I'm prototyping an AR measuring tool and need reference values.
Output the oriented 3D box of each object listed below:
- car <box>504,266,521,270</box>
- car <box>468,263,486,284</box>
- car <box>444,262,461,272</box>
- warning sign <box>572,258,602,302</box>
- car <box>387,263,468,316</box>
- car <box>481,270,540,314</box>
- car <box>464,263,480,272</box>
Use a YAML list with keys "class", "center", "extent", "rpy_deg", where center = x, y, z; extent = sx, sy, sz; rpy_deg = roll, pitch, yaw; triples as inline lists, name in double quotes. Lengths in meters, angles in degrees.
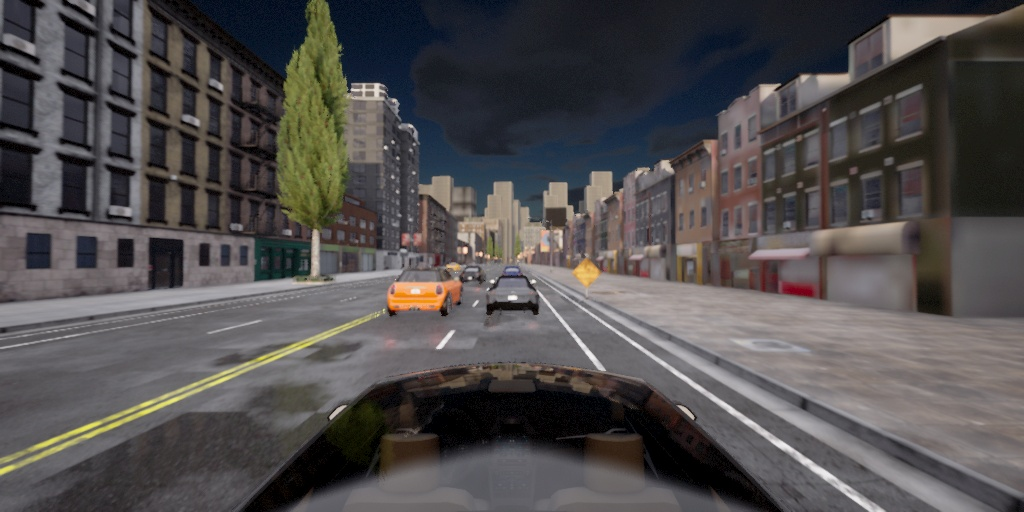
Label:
- class: "car"
  center: [0.034, 1.557, 29.885]
  extent: [1.812, 1.442, 4.674]
  rpy_deg: [0, 0, 0]
- class: "car"
  center: [-3.217, 1.556, 29.881]
  extent: [1.812, 1.442, 4.674]
  rpy_deg: [0, 0, 0]
- class: "car"
  center: [-9.831, 1.866, 59.796]
  extent: [1.882, 1.535, 5.008]
  rpy_deg: [0, -1, 0]
- class: "warning sign"
  center: [3.217, 0.999, 15.415]
  extent: [1.300, 1.860, 1.060]
  rpy_deg: [0, 0, 0]
- class: "car"
  center: [-3.211, 1.221, 14.121]
  extent: [2.097, 1.767, 4.553]
  rpy_deg: [0, -1, 0]
- class: "car"
  center: [0.040, 1.438, 14.397]
  extent: [1.994, 1.385, 4.181]
  rpy_deg: [0, 0, 1]
- class: "car"
  center: [-6.583, 1.883, 60.040]
  extent: [2.128, 1.511, 4.902]
  rpy_deg: [0, -1, 0]
